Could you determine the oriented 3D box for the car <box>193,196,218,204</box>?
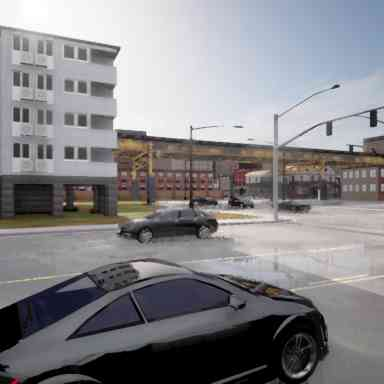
[{"bbox_3d":[2.561,1.547,55.805,2.033,1.411,5.357,0,0,-21],"label":"car"}]

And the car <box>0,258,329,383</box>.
[{"bbox_3d":[-0.301,1.564,4.109,4.181,1.385,1.994,0,0,-30],"label":"car"}]

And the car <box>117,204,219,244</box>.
[{"bbox_3d":[-1.070,1.505,15.817,4.892,1.490,1.837,0,0,-26],"label":"car"}]

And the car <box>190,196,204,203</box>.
[{"bbox_3d":[1.099,1.548,69.502,2.033,1.411,5.357,0,0,10],"label":"car"}]

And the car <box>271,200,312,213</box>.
[{"bbox_3d":[11.122,1.601,37.321,1.895,1.301,4.718,0,0,-26],"label":"car"}]

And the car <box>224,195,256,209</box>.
[{"bbox_3d":[6.832,1.505,46.371,1.837,1.490,4.892,0,0,-25],"label":"car"}]
